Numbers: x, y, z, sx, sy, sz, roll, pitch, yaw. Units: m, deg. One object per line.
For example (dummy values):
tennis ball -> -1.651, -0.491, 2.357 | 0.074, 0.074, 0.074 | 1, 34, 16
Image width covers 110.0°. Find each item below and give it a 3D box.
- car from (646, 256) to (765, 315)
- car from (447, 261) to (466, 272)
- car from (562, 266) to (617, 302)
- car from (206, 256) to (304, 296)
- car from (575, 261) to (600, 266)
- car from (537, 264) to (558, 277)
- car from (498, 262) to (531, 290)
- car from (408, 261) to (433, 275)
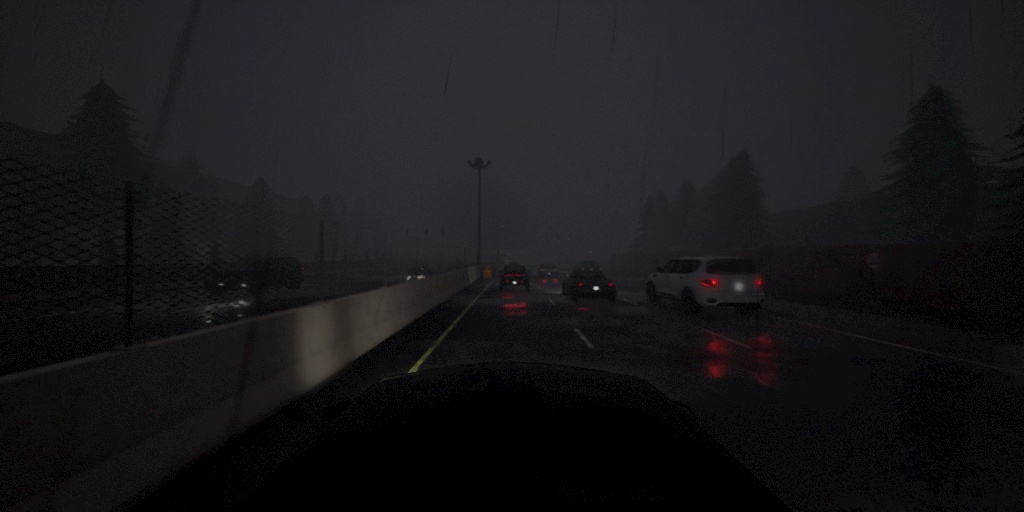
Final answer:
car -> 7.131, 1.020, 13.925 | 2.150, 2.045, 5.566 | 0, 0, 0
car -> -6.872, 1.373, 45.163 | 2.128, 1.511, 4.902 | 0, 0, 0
car -> 3.643, 1.369, 17.509 | 1.994, 1.385, 4.181 | 0, 0, 0
car -> -14.048, 1.009, 20.111 | 2.150, 2.045, 5.566 | 0, 0, 0
car -> 7.195, 1.214, 34.342 | 2.097, 1.767, 4.553 | 0, 0, 0
car -> 3.706, 1.469, 37.903 | 1.895, 1.301, 4.718 | 0, 0, 0
car -> 0.160, 1.321, 23.285 | 1.837, 1.490, 4.892 | 0, -1, 0
car -> -10.425, 1.337, 41.191 | 1.882, 1.535, 5.008 | 0, 0, 1
